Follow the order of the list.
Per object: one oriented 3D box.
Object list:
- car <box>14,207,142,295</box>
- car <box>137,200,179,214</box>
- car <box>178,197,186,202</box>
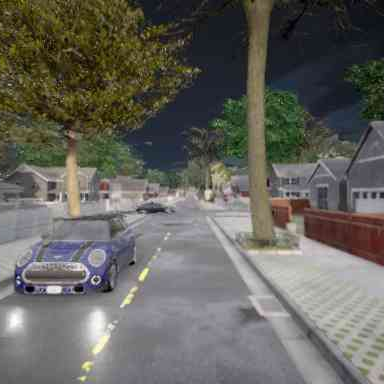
[{"bbox_3d":[-2.847,1.444,9.117,2.097,1.767,4.553,0,-1,0],"label":"car"},{"bbox_3d":[-4.391,2.032,40.676,4.892,1.490,1.837,0,-1,-1],"label":"car"},{"bbox_3d":[-2.730,2.078,90.072,1.895,1.301,4.718,0,-1,0],"label":"car"}]
